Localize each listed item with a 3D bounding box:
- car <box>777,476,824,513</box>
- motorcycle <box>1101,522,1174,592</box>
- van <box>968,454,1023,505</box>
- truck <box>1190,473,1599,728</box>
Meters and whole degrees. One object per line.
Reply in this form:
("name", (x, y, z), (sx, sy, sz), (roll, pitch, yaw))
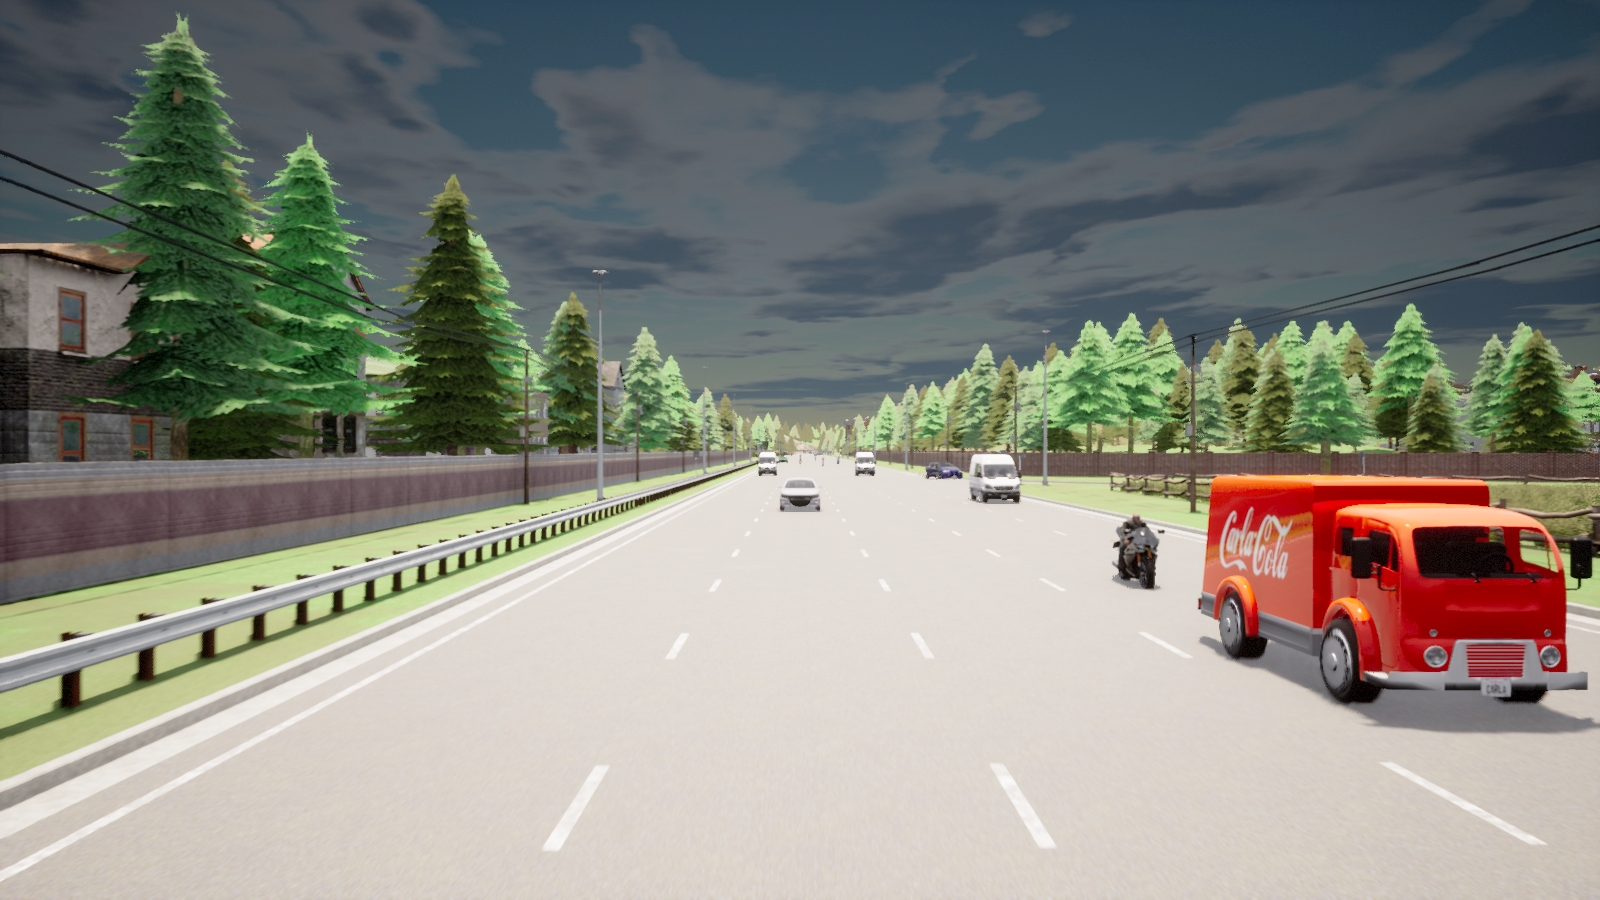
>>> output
("car", (0.004, 2.031, 53.513), (2.097, 1.535, 5.006), (0, 0, 0))
("motorcycle", (6.999, 2.204, 23.839), (0.867, 1.251, 2.209), (0, 0, 0))
("van", (10.500, 1.531, 61.751), (1.988, 2.561, 5.915), (0, 0, 0))
("truck", (7.006, 1.567, 14.099), (2.627, 2.467, 5.204), (0, 0, 0))
